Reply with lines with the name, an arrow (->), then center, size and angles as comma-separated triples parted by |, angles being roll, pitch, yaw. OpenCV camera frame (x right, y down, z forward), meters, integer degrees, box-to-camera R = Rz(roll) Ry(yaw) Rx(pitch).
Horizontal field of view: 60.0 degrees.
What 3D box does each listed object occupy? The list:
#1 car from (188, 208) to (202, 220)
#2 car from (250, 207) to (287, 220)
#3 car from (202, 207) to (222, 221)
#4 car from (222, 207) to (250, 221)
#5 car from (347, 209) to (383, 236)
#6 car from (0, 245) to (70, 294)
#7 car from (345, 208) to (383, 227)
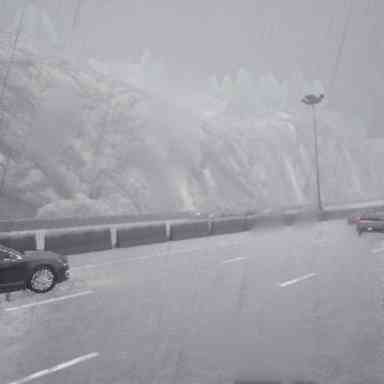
car -> 1.597, 2.864, 44.731 | 4.553, 1.767, 2.097 | 0, -3, -44
car -> 8.900, 2.536, 37.193 | 4.674, 1.442, 1.812 | 0, -3, -44
car -> 4.019, 2.849, 42.200 | 4.902, 1.511, 2.128 | 0, -3, -44
car -> 6.450, 2.508, 39.698 | 5.357, 1.411, 2.033 | 0, -3, -44
car -> 11.602, 1.850, 20.164 | 4.902, 1.511, 2.128 | 0, -3, -44
car -> -5.582, 1.961, 8.309 | 4.892, 1.490, 1.837 | 0, -3, -44
car -> 14.839, 2.096, 28.191 | 4.181, 1.385, 1.994 | 0, -3, -44
